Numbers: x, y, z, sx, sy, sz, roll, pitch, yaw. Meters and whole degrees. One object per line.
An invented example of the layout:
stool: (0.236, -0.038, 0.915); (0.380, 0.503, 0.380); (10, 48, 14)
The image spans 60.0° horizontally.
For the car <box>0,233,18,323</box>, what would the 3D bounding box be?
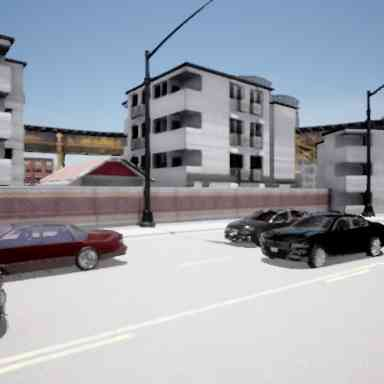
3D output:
car: (-4.982, 1.567, 4.685); (4.181, 1.385, 1.994); (0, 0, -35)

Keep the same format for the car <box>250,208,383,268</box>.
car: (4.556, 1.452, 11.330); (5.008, 1.535, 1.882); (0, 0, -33)

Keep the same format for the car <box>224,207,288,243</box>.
car: (3.668, 1.474, 14.897); (4.892, 1.490, 1.837); (-1, 0, -32)

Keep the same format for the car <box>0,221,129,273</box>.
car: (-4.531, 1.542, 9.349); (5.357, 1.411, 2.033); (0, 0, -36)
